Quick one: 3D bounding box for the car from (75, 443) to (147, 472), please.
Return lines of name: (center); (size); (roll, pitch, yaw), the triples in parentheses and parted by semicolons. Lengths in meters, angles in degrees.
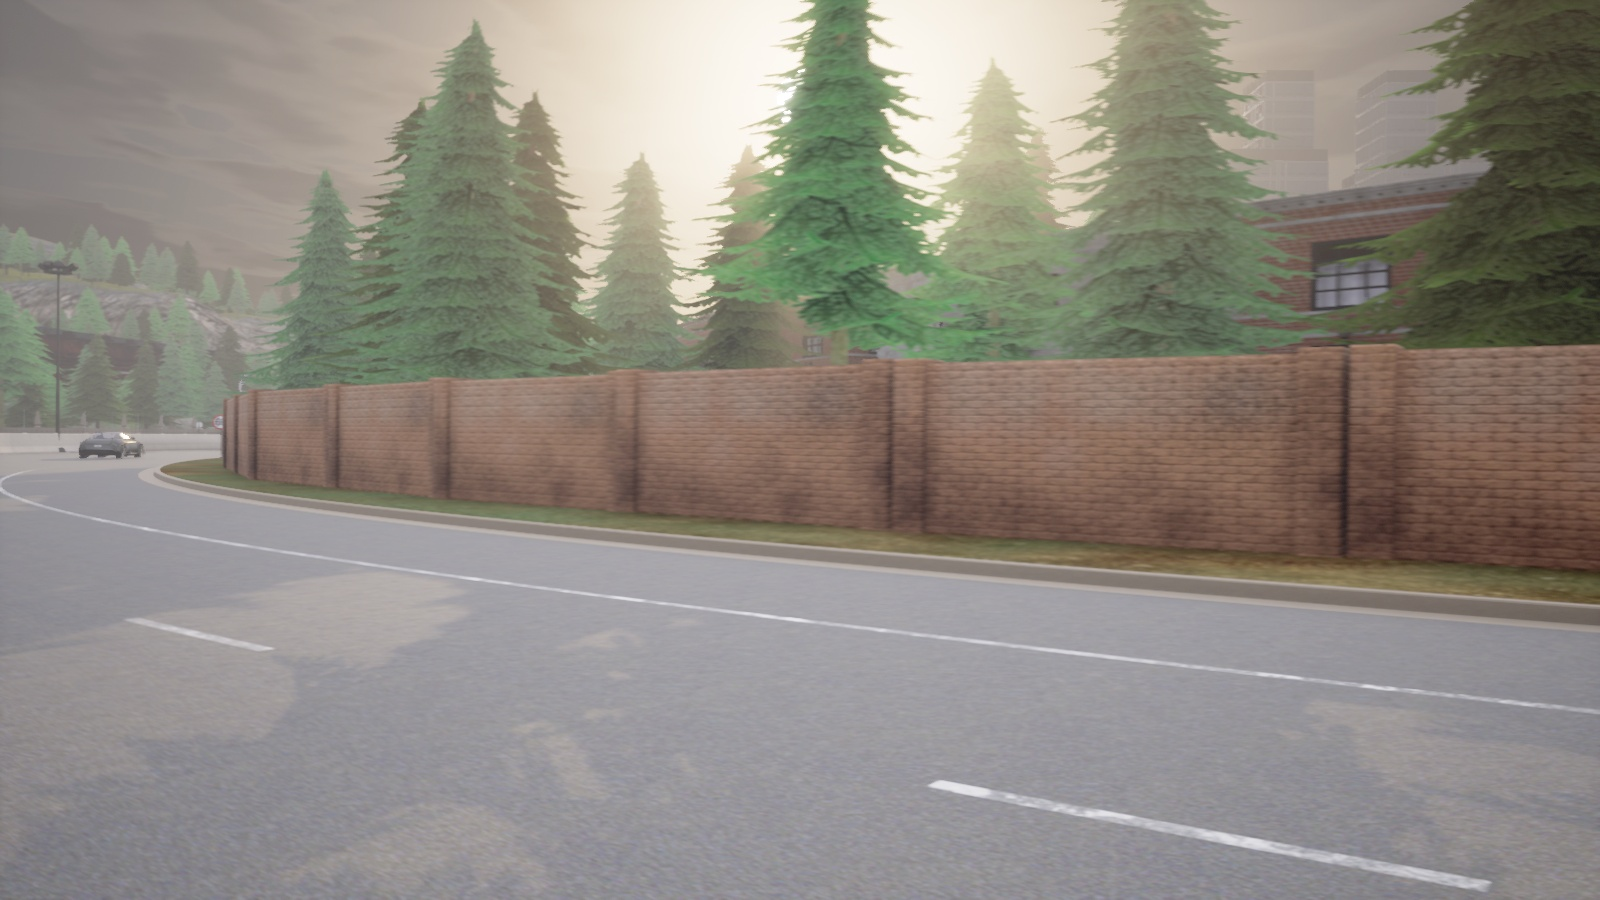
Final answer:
car: (-34.824, 0.378, 63.575); (1.994, 1.385, 4.181); (-1, 1, -11)
